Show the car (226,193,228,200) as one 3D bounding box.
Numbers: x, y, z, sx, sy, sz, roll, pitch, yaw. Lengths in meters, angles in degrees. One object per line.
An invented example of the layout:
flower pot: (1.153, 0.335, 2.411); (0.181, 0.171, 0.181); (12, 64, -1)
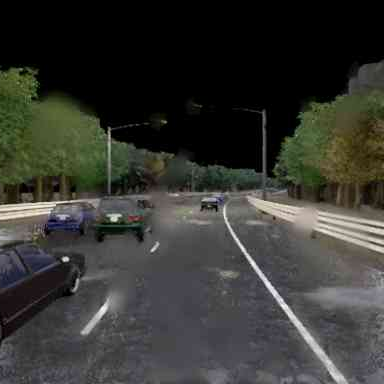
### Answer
car: (6.986, 0.956, 73.402); (2.128, 1.511, 4.902); (0, 0, 11)

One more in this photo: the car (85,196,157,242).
car: (-3.121, 1.213, 16.469); (2.150, 2.045, 5.566); (0, 0, 2)

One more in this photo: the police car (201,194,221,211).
police car: (2.093, 1.288, 38.453); (1.930, 1.638, 5.238); (0, 0, 5)

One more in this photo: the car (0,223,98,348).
car: (-3.451, 1.542, 5.585); (2.033, 1.411, 5.357); (0, 0, 1)

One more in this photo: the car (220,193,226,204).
car: (4.082, 1.113, 54.989); (1.882, 1.535, 5.008); (0, 1, 8)

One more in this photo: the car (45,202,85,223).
car: (-6.370, 1.338, 18.785); (2.097, 1.767, 4.553); (0, 0, 3)
